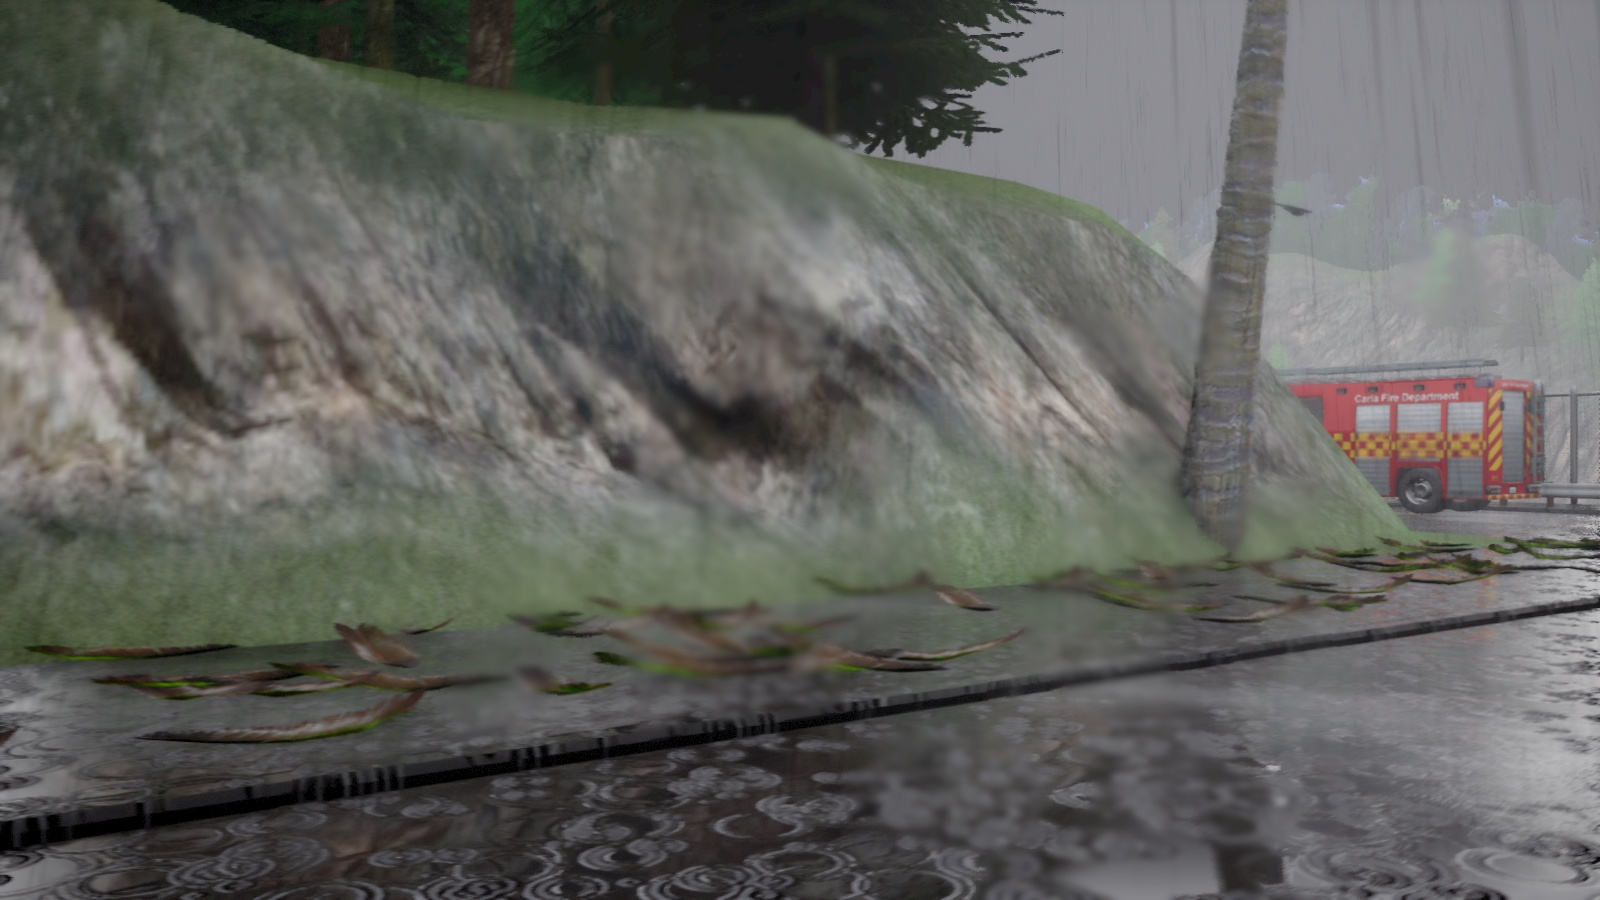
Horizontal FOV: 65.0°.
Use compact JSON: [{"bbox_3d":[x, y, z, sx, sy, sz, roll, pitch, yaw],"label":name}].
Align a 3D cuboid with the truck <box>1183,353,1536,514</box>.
[{"bbox_3d":[14.893,-0.377,34.233,2.891,3.827,8.468,0,0,-36],"label":"truck"}]
